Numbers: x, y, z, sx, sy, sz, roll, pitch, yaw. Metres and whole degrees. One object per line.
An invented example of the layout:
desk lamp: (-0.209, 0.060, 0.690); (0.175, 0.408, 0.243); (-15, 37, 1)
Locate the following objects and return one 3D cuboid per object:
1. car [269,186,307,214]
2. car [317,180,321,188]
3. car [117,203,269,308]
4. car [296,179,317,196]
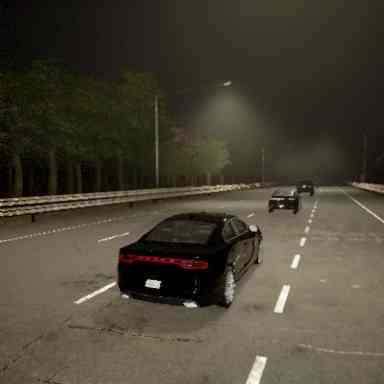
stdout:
car: (6.429, 0.577, 22.777); (2.128, 1.511, 4.902); (0, 2, 22)
car: (29.927, -1.705, 81.531); (1.812, 1.442, 4.674); (0, 2, 22)
car: (0.312, 1.191, 7.479); (1.882, 1.535, 5.008); (0, 2, 22)
car: (15.419, -0.606, 45.257); (2.150, 2.045, 5.566); (0, 2, 22)
